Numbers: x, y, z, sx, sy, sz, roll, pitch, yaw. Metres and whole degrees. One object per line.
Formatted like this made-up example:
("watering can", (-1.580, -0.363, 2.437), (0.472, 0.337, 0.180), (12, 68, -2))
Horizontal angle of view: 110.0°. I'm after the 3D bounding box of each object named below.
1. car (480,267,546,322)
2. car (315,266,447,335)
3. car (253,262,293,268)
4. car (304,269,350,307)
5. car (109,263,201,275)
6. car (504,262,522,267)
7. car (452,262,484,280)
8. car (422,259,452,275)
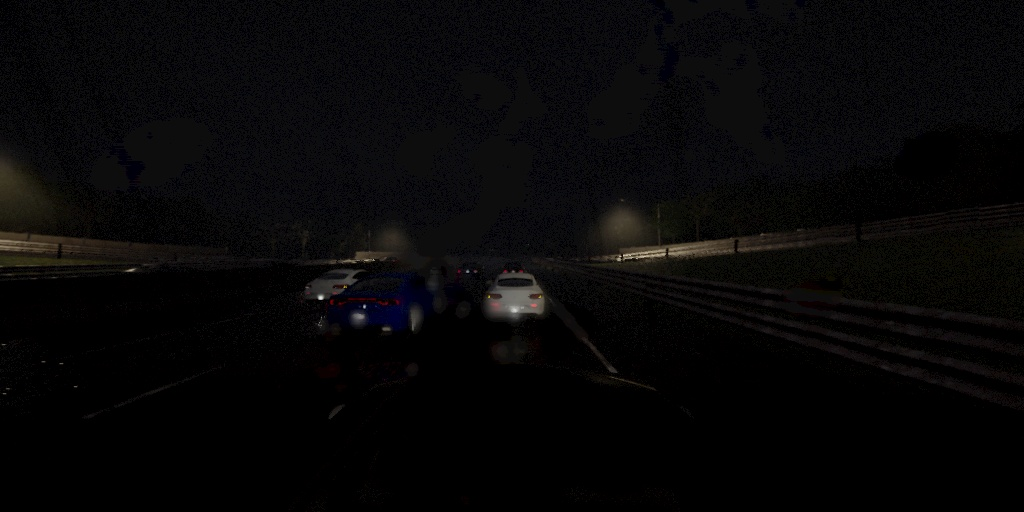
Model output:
("car", (0.101, 1.258, 12.155), (1.812, 1.442, 4.674), (0, 0, 0))
("car", (-3.399, 1.213, 10.491), (1.882, 1.535, 5.008), (0, 0, 0))
("car", (-17.599, 1.209, 26.130), (1.837, 1.490, 4.892), (0, 0, 0))
("car", (-6.887, 1.252, 15.237), (1.812, 1.442, 4.674), (0, 0, 0))
("car", (-21.101, 1.207, 21.187), (2.128, 1.511, 4.902), (0, 0, 0))
("car", (0.097, 1.243, 30.013), (2.033, 1.411, 5.357), (0, 0, 0))
("car", (-3.402, 1.243, 30.071), (2.033, 1.411, 5.357), (0, 0, 0))
("car", (-6.903, 1.190, 34.341), (1.837, 1.490, 4.892), (0, 0, 0))
